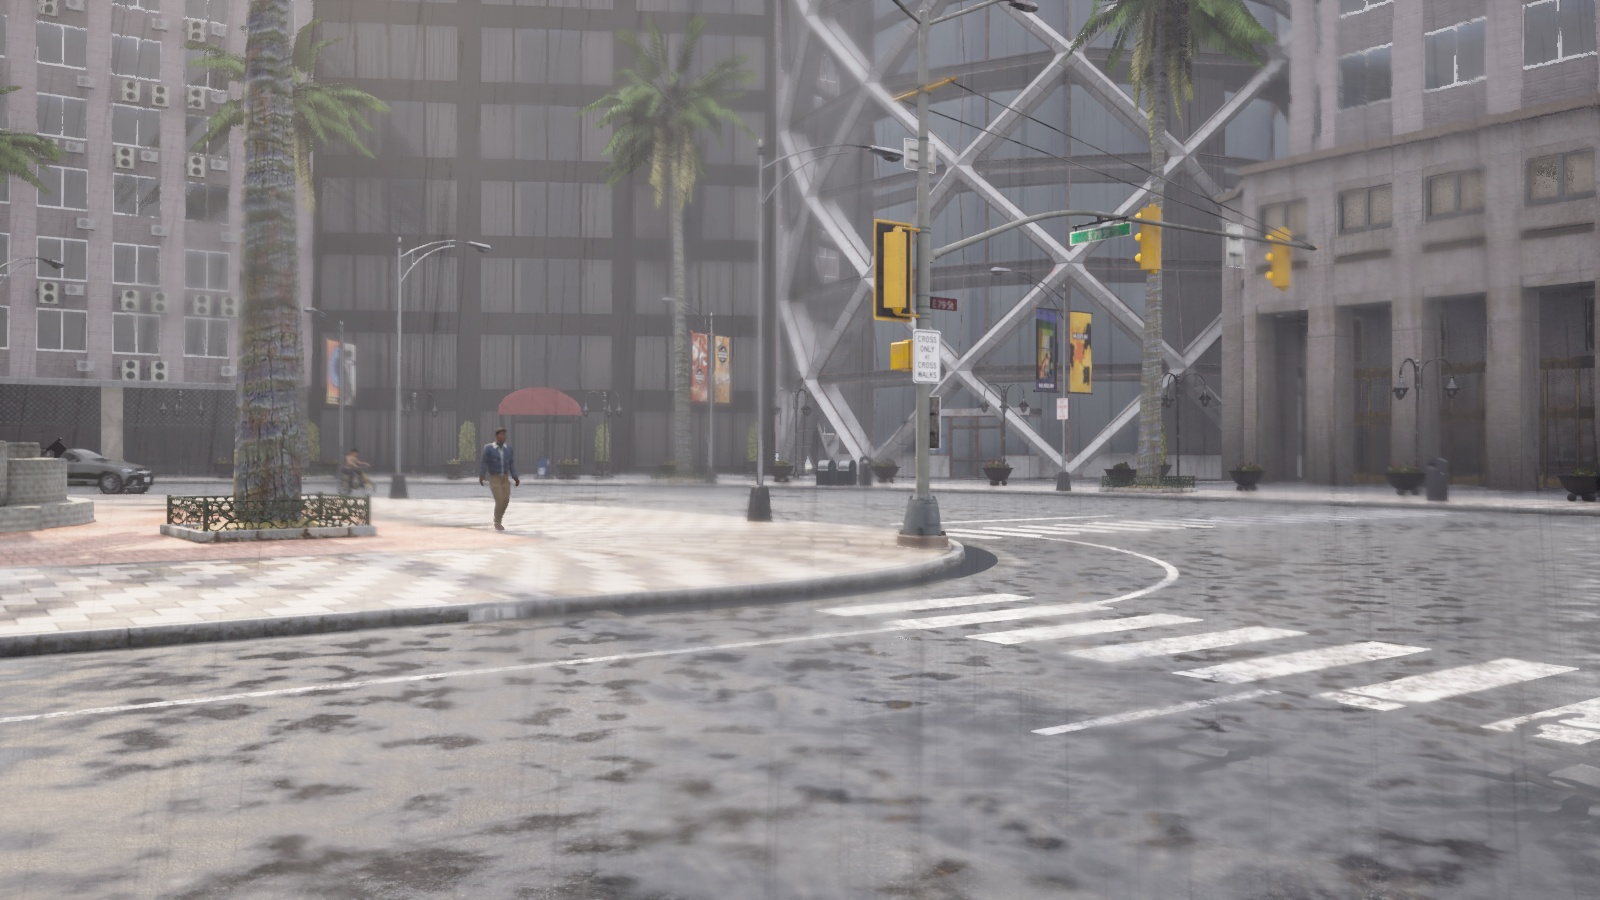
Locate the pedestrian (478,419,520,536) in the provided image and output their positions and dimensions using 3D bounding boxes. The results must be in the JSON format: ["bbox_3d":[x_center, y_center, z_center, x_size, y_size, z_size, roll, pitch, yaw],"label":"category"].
[{"bbox_3d":[-5.143,0.465,21.438,0.423,1.949,0.788,0,0,-36],"label":"pedestrian"}]

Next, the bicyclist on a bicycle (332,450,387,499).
[{"bbox_3d":[-14.792,0.816,42.186,1.509,1.612,0.866,0,1,17],"label":"bicyclist on a bicycle"}]

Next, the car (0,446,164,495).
[{"bbox_3d":[-25.152,0.683,43.604,5.027,1.651,2.152,0,0,-3],"label":"car"}]
